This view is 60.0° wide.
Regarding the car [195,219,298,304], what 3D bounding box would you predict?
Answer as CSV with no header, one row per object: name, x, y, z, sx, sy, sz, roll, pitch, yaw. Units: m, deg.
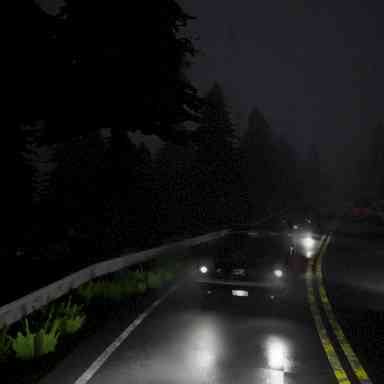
car,1.582,1.598,8.413,1.895,1.301,4.718,-1,0,18

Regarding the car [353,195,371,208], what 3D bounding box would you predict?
car,20.607,1.058,40.245,2.128,1.511,4.902,-2,0,28

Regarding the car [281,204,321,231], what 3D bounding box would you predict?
car,6.658,1.460,20.056,2.033,1.411,5.357,-2,0,26
